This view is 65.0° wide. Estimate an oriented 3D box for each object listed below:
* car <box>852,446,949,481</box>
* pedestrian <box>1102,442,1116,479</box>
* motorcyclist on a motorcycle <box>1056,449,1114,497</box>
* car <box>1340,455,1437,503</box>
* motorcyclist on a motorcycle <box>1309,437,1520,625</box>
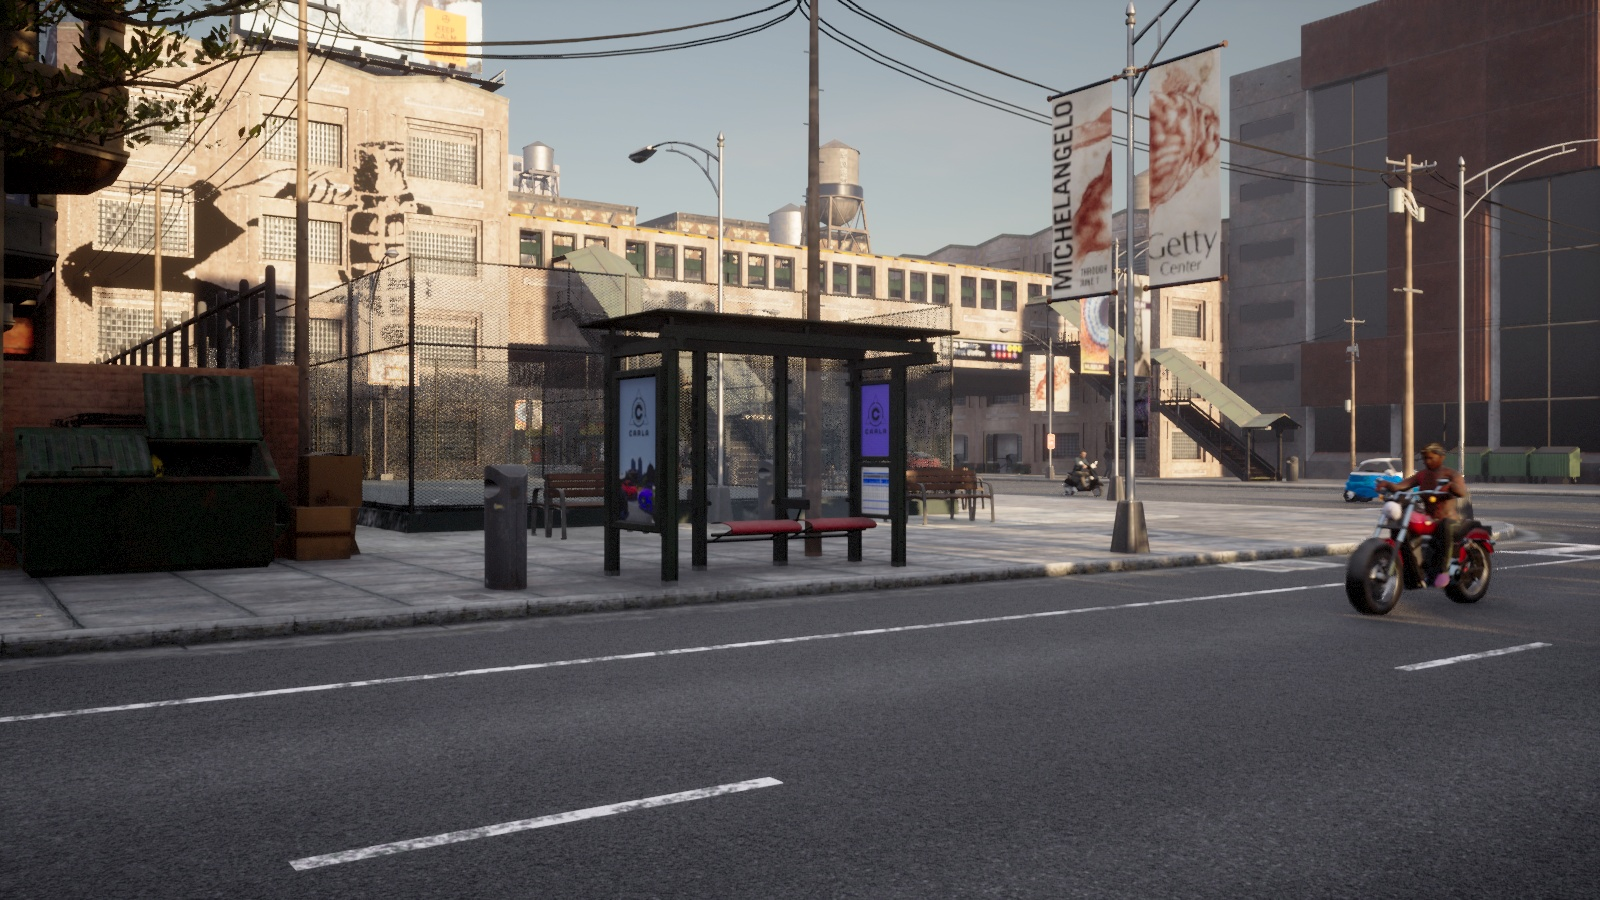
[{"bbox_3d":[4.964,0.663,62.746,2.152,1.651,5.027,0,0,-34],"label":"car"},{"bbox_3d":[16.226,0.523,65.897,0.402,1.930,0.666,0,0,-23],"label":"pedestrian"},{"bbox_3d":[9.809,0.780,43.253,0.866,1.590,1.817,0,0,-34],"label":"motorcyclist on a motorcycle"},{"bbox_3d":[17.726,0.851,37.876,1.481,1.376,2.207,0,0,-34],"label":"car"},{"bbox_3d":[5.924,0.711,12.049,2.350,1.649,0.766,0,0,-35],"label":"motorcyclist on a motorcycle"}]
